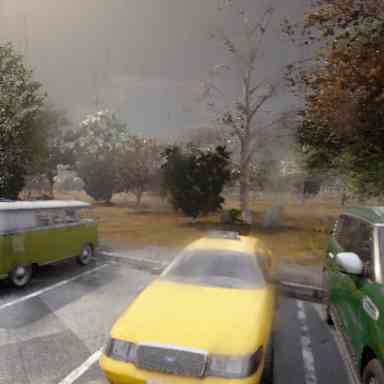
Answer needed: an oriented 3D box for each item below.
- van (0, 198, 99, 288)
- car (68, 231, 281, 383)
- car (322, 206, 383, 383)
[{"bbox_3d":[-4.291,1.239,9.268,1.878,1.987,4.442,0,-1,16],"label":"van"},{"bbox_3d":[0.471,1.474,5.538,1.946,1.575,5.366,1,-1,15],"label":"car"},{"bbox_3d":[2.913,1.234,3.971,2.435,2.045,5.566,1,-1,16],"label":"car"}]
